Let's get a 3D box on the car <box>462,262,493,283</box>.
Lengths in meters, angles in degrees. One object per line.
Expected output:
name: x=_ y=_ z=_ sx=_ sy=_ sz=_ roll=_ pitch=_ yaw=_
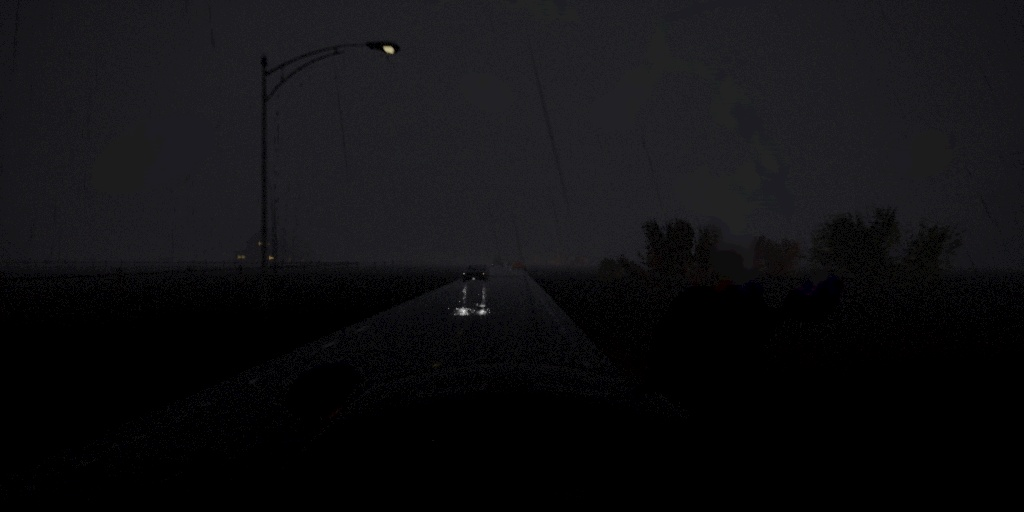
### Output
car: x=-2.847 y=1.382 z=28.826 sx=1.895 sy=1.301 sz=4.718 roll=0 pitch=0 yaw=0

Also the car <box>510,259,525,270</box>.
car: x=0.963 y=1.369 z=55.699 sx=1.882 sy=1.535 sz=5.008 roll=0 pitch=0 yaw=0
